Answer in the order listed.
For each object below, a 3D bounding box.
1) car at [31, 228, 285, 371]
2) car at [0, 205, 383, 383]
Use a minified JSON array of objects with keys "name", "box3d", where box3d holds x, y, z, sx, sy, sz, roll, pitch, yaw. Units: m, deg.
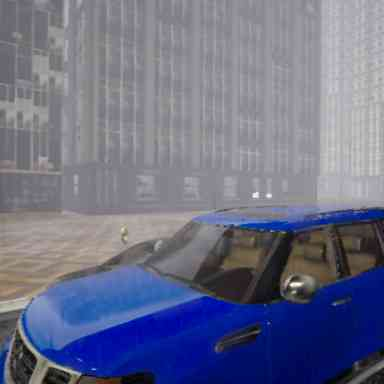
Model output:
[{"name":"car","box3d":[-0.462,1.565,6.220,4.313,1.339,1.947,0,1,-35]},{"name":"car","box3d":[0.883,1.221,4.007,5.566,2.045,2.150,0,0,-35]}]
